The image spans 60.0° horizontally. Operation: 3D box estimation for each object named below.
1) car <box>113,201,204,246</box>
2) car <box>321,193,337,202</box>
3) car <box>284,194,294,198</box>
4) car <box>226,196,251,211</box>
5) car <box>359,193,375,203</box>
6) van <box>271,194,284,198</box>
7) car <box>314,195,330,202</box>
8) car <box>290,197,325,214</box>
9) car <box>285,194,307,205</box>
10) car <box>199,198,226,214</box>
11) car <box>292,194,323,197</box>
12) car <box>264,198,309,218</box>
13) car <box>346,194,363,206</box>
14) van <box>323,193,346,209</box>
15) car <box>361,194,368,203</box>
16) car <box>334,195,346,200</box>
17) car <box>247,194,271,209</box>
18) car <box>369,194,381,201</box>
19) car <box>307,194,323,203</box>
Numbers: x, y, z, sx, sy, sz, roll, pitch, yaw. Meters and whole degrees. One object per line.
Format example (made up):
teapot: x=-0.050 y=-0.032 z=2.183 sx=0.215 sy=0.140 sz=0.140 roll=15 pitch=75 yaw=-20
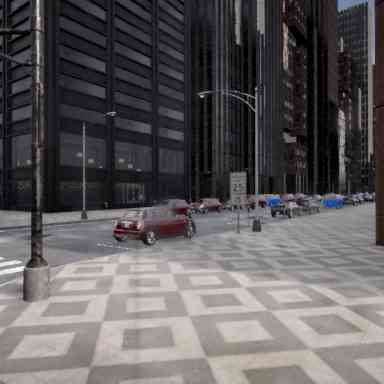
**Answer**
car: x=-1.543 y=1.393 z=15.255 sx=1.967 sy=1.590 sz=4.097 roll=0 pitch=0 yaw=36
car: x=30.829 y=1.160 z=74.864 sx=2.192 sy=1.841 sz=5.009 roll=0 pitch=0 yaw=36
car: x=14.452 y=1.209 z=52.095 sx=2.192 sy=1.841 sz=5.009 roll=0 pitch=0 yaw=36
car: x=4.626 y=1.480 z=38.433 sx=2.008 sy=1.369 sz=4.403 roll=0 pitch=0 yaw=36
car: x=34.483 y=1.369 z=65.345 sx=1.887 sy=1.381 sz=4.507 roll=0 pitch=0 yaw=36
van: x=11.176 y=1.247 z=47.540 sx=1.690 sy=1.788 sz=3.998 roll=0 pitch=0 yaw=36
car: x=27.554 y=1.405 z=70.310 sx=2.008 sy=1.369 sz=4.403 roll=0 pitch=0 yaw=36
car: x=11.557 y=1.465 z=33.469 sx=1.947 sy=1.339 sz=4.313 roll=0 pitch=0 yaw=36
car: x=17.727 y=1.199 z=56.648 sx=2.192 sy=1.841 sz=5.009 roll=0 pitch=0 yaw=36
car: x=1.351 y=1.383 z=33.879 sx=1.967 sy=1.590 sz=4.097 roll=0 pitch=0 yaw=36
car: x=14.733 y=1.366 z=42.447 sx=1.882 sy=1.535 sz=5.008 roll=0 pitch=0 yaw=36
car: x=8.282 y=1.462 z=28.916 sx=2.008 sy=1.369 sz=4.403 roll=0 pitch=0 yaw=36
car: x=24.658 y=1.419 z=51.683 sx=1.947 sy=1.339 sz=4.313 roll=0 pitch=0 yaw=36
van: x=18.107 y=1.216 z=42.576 sx=1.690 sy=1.788 sz=3.998 roll=0 pitch=0 yaw=36
car: x=27.933 y=1.409 z=56.237 sx=1.947 sy=1.339 sz=4.313 roll=0 pitch=0 yaw=36
car: x=37.380 y=1.395 z=83.972 sx=1.947 sy=1.339 sz=4.313 roll=0 pitch=0 yaw=36
car: x=7.901 y=1.232 z=42.987 sx=2.192 sy=1.841 sz=5.009 roll=0 pitch=0 yaw=36
car: x=41.033 y=1.246 z=74.452 sx=1.967 sy=1.590 sz=4.097 roll=0 pitch=0 yaw=36
car: x=24.278 y=1.304 z=65.756 sx=1.967 sy=1.590 sz=4.097 roll=0 pitch=0 yaw=36
